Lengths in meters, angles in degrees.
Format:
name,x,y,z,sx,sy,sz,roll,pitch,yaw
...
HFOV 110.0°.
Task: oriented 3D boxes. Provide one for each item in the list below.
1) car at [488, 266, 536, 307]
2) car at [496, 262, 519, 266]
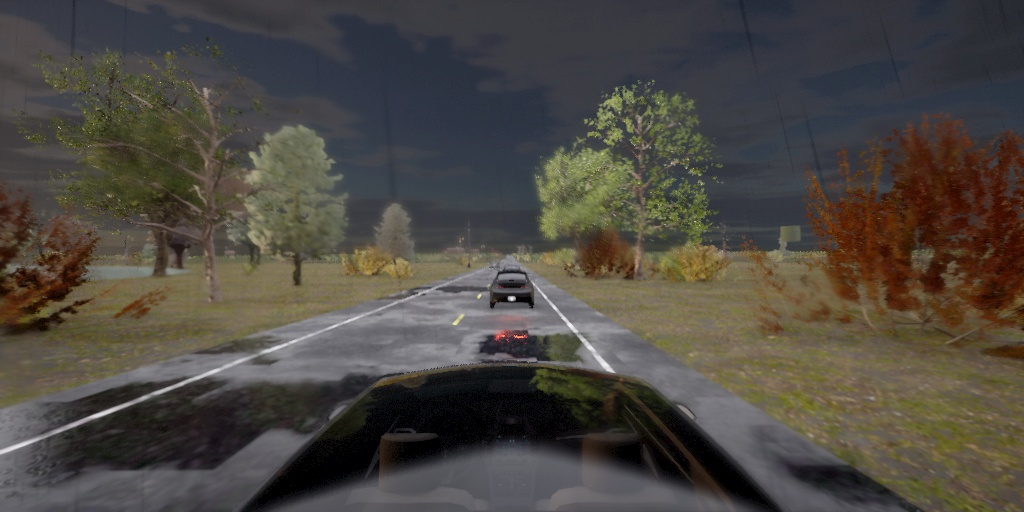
name,x,y,z,sx,sy,sz,roll,pitch,yaw
car,0.002,1.387,16.165,1.837,1.490,4.892,0,0,0
car,-0.002,1.499,31.150,2.128,1.511,4.902,0,0,0
